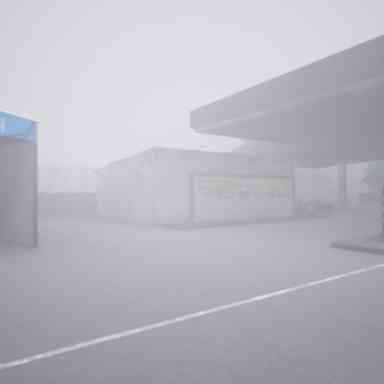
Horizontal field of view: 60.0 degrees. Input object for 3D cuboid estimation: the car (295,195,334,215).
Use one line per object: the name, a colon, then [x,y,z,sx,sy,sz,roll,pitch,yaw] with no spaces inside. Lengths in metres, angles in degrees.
car: [12.386,1.447,33.864,4.611,1.667,2.242,0,0,-36]

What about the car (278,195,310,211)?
car: [12.588,1.274,40.993,3.866,1.878,1.905,0,0,-36]
